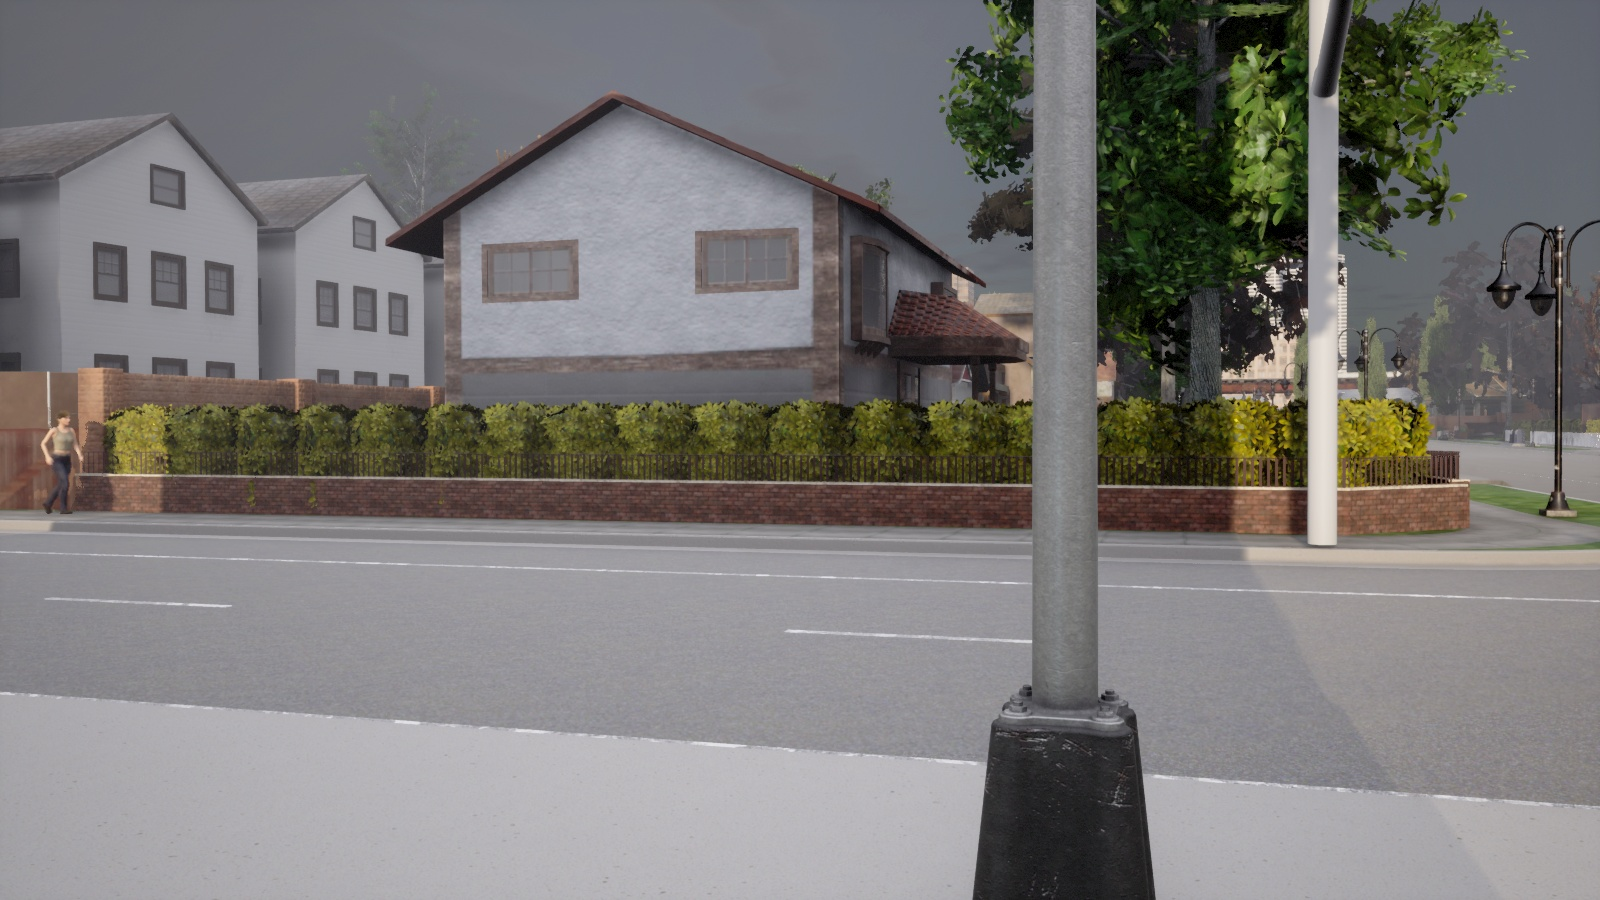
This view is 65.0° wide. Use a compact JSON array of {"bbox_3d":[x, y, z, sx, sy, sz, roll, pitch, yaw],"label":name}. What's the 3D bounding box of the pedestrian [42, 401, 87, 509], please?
[{"bbox_3d":[-12.650,0.088,21.593,0.594,1.836,0.345,1,1,17],"label":"pedestrian"}]
